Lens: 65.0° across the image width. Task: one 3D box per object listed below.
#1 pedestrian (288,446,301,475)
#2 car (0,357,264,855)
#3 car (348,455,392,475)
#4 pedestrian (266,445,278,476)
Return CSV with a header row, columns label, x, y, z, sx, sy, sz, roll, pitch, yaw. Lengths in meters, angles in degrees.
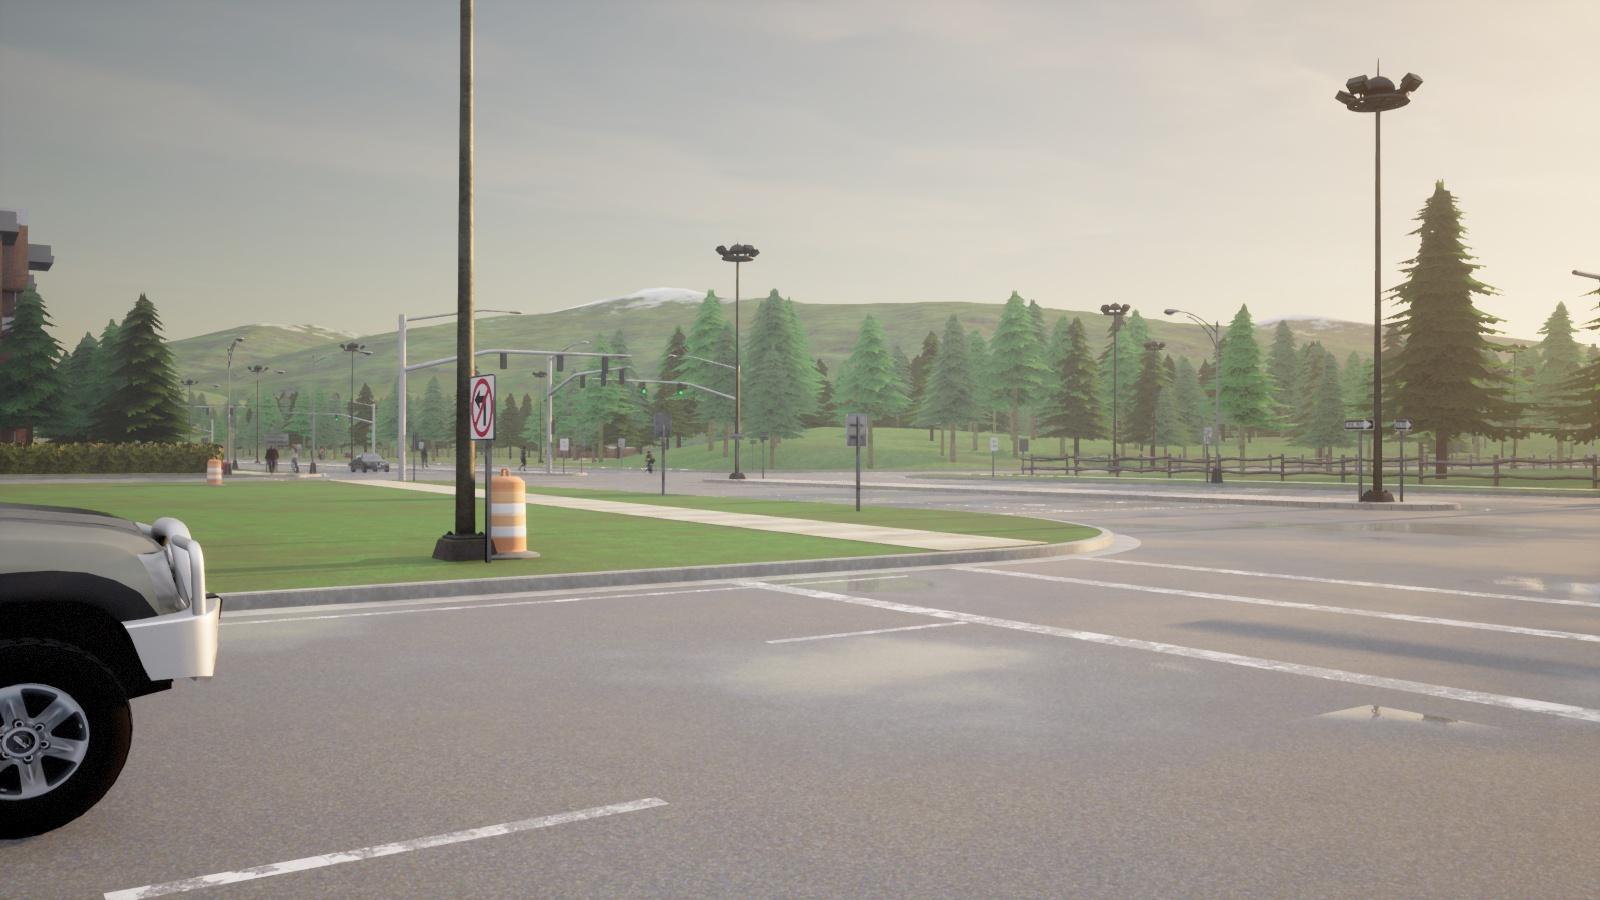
label,x,y,z,sx,sy,sz,roll,pitch,yaw
pedestrian,-31.418,0.641,78.047,0.706,1.836,0.354,0,0,-35
car,-4.662,0.583,4.678,4.605,1.855,1.932,0,0,-35
car,-31.644,1.063,92.293,1.812,1.442,4.674,0,0,-35
pedestrian,-31.554,0.634,75.028,0.634,1.844,0.899,0,0,-25
